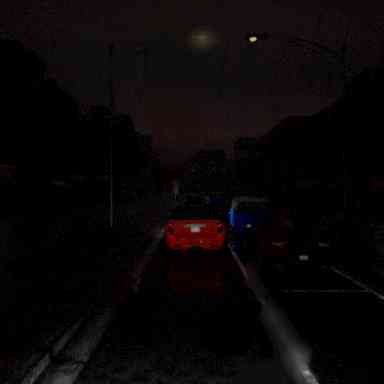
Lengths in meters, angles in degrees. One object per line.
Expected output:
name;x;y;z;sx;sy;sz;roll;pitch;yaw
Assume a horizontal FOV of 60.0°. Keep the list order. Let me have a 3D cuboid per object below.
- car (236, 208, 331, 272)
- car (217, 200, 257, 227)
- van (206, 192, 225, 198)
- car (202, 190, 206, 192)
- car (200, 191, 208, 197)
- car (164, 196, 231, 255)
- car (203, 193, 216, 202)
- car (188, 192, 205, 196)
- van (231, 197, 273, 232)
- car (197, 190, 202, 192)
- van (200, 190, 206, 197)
car;2.692;1.416;10.214;1.887;1.381;4.507;1;1;0
car;2.739;1.300;21.294;1.947;1.339;4.313;1;1;0
van;2.813;0.877;37.912;1.690;1.788;3.998;1;1;0
car;2.859;0.850;48.994;1.967;1.590;4.097;1;1;0
car;3.023;0.458;86.882;1.967;1.590;4.097;1;1;0
car;0.100;1.192;12.751;2.097;1.767;4.553;0;1;0
car;2.882;0.894;54.535;1.887;1.381;4.507;1;1;0
car;0.268;1.028;38.999;1.837;1.490;4.892;0;1;0
van;2.718;1.144;15.752;1.690;1.788;3.998;1;1;0
car;0.337;0.879;54.169;1.812;1.442;4.674;0;1;0
van;3.047;0.308;92.384;1.690;1.788;3.998;1;1;0
